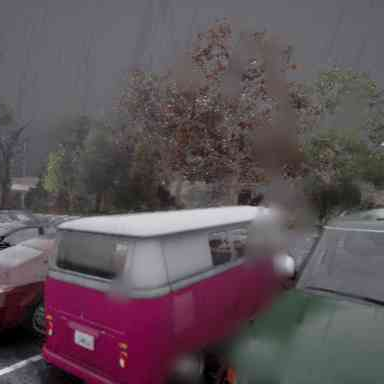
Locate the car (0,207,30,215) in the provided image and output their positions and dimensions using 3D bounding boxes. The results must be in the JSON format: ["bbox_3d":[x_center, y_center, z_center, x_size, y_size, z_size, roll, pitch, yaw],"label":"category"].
[{"bbox_3d":[-6.682,1.361,9.949,2.185,1.767,4.553,0,0,35],"label":"car"}]

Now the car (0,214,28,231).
[{"bbox_3d":[-4.436,1.484,8.316,2.097,1.535,5.008,0,0,35],"label":"car"}]

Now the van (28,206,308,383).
[{"bbox_3d":[0.149,1.253,5.183,1.878,1.987,4.442,0,0,35],"label":"van"}]

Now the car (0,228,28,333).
[{"bbox_3d":[-2.181,1.522,6.698,2.002,1.452,4.674,0,0,35],"label":"car"}]
